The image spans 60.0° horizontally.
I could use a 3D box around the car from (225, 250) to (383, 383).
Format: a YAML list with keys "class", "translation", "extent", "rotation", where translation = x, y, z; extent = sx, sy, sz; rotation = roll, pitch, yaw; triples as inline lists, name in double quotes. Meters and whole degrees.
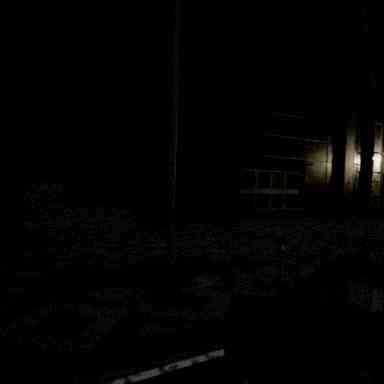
- class: "car"
  translation: [2.438, 1.506, 4.122]
  extent: [4.313, 1.339, 1.947]
  rotation: [1, 2, -32]
